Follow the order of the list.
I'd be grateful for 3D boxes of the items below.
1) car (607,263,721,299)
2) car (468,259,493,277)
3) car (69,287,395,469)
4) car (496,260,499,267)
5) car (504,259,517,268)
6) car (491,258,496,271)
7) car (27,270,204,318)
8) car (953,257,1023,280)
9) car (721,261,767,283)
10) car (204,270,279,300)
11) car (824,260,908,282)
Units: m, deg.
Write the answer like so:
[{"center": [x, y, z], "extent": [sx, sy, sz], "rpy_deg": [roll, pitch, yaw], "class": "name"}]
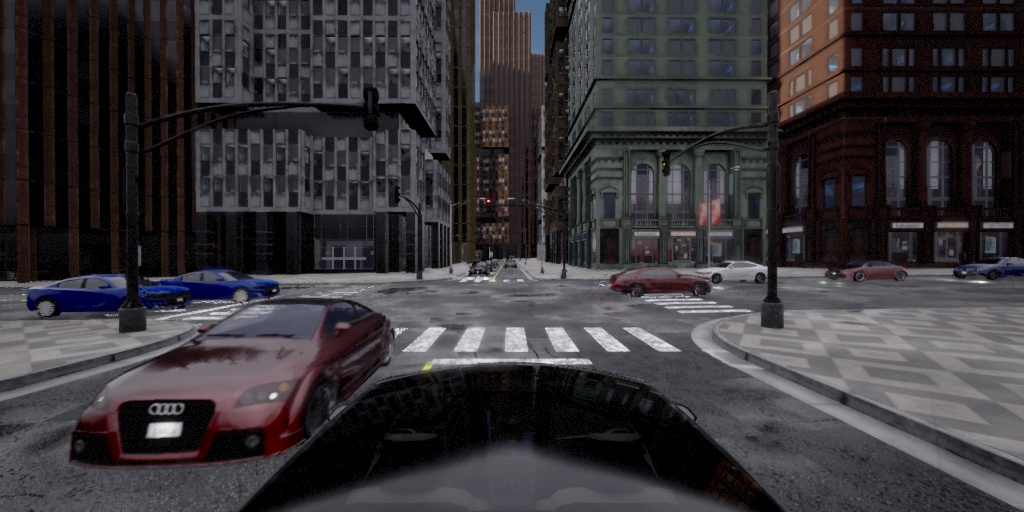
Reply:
[{"center": [6.945, 1.178, 17.071], "extent": [4.674, 1.442, 1.812], "rpy_deg": [-1, 1, 0], "class": "car"}, {"center": [-3.233, 1.237, 35.993], "extent": [1.837, 1.490, 4.892], "rpy_deg": [0, 0, -1], "class": "car"}, {"center": [-3.097, 1.313, 5.078], "extent": [1.994, 1.385, 4.181], "rpy_deg": [0, 0, -3], "class": "car"}, {"center": [-3.403, 1.301, 55.747], "extent": [1.895, 1.301, 4.718], "rpy_deg": [0, 0, 0], "class": "car"}, {"center": [-0.252, 1.255, 60.221], "extent": [1.994, 1.385, 4.181], "rpy_deg": [0, 0, 0], "class": "car"}, {"center": [-3.318, 1.223, 45.458], "extent": [1.837, 1.490, 4.892], "rpy_deg": [0, 0, 0], "class": "car"}, {"center": [-15.236, 1.435, 13.749], "extent": [5.008, 1.535, 1.882], "rpy_deg": [-1, 0, 0], "class": "car"}, {"center": [32.378, 0.811, 23.840], "extent": [4.674, 1.442, 1.812], "rpy_deg": [-1, 0, -1], "class": "car"}, {"center": [14.596, 1.037, 23.793], "extent": [4.674, 1.442, 1.812], "rpy_deg": [-1, 0, -1], "class": "car"}, {"center": [-13.786, 1.400, 17.013], "extent": [5.008, 1.535, 1.882], "rpy_deg": [-1, 0, 0], "class": "car"}, {"center": [23.418, 0.962, 23.818], "extent": [4.181, 1.385, 1.994], "rpy_deg": [-1, 0, 0], "class": "car"}]
